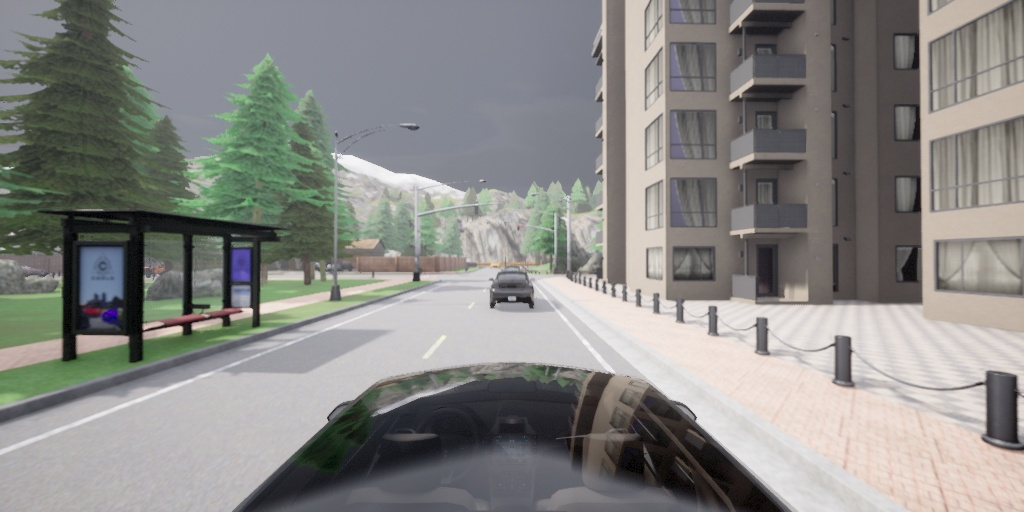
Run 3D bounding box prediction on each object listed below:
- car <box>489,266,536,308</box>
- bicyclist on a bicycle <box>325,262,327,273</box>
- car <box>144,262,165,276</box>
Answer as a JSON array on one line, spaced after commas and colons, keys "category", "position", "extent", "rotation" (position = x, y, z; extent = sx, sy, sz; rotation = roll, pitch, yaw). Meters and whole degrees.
[{"category": "car", "position": [0.006, 1.398, 16.139], "extent": [1.837, 1.490, 4.892], "rotation": [0, 0, 0]}, {"category": "bicyclist on a bicycle", "position": [-24.547, 1.457, 46.864], "extent": [0.582, 1.620, 1.656], "rotation": [0, -1, -1]}, {"category": "car", "position": [-43.897, 1.484, 42.569], "extent": [4.553, 1.767, 2.097], "rotation": [0, -1, -2]}]
